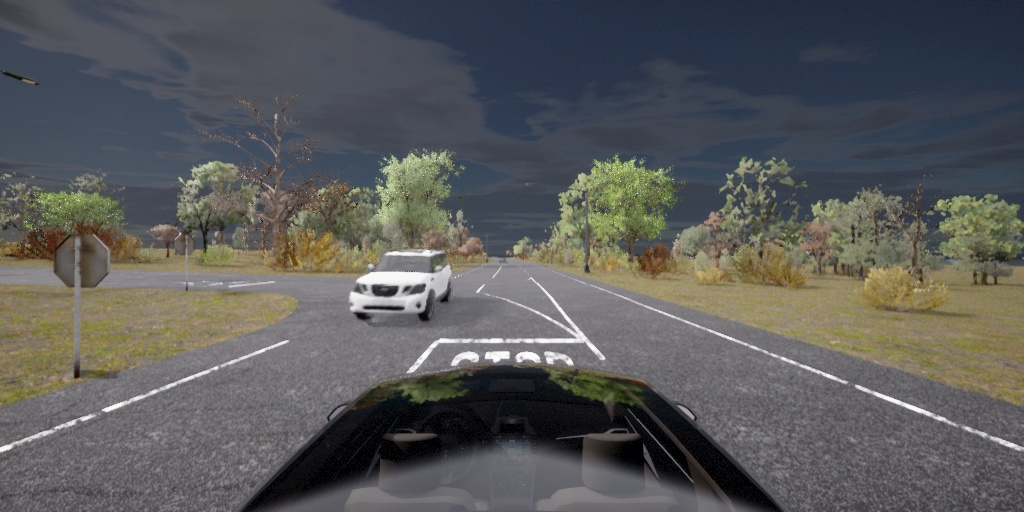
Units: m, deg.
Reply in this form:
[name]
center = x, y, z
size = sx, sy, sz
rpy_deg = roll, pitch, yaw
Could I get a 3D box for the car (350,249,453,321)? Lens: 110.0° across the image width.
[car]
center = -3.465, 0.813, 12.421
size = 2.150, 2.045, 5.566
rpy_deg = 1, 2, 0
